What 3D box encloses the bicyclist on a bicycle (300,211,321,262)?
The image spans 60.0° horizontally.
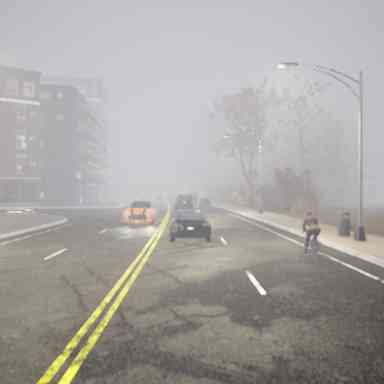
[{"bbox_3d":[4.044,1.473,11.318,0.582,1.620,1.656,0,0,-1],"label":"bicyclist on a bicycle"}]

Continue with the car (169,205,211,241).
[{"bbox_3d":[-0.112,1.588,16.763,1.994,1.385,4.181,0,0,-1],"label":"car"}]

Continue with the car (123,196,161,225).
[{"bbox_3d":[-3.676,1.382,24.251,2.097,1.767,4.553,0,0,-1],"label":"car"}]

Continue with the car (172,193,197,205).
[{"bbox_3d":[-0.992,1.271,39.175,2.150,2.045,5.566,0,0,-3],"label":"car"}]

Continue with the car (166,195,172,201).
[{"bbox_3d":[-5.236,1.554,85.581,1.882,1.535,5.008,0,0,-7],"label":"car"}]

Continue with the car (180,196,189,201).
[{"bbox_3d":[-2.054,1.629,86.333,1.994,1.385,4.181,0,0,-7],"label":"car"}]

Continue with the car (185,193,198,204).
[{"bbox_3d":[-0.155,1.298,69.314,2.150,2.045,5.566,0,0,-6],"label":"car"}]

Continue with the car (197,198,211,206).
[{"bbox_3d":[1.692,1.566,48.166,1.837,1.490,4.892,0,0,-4],"label":"car"}]

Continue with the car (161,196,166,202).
[{"bbox_3d":[-7.868,1.629,80.235,1.994,1.385,4.181,0,0,-6],"label":"car"}]
